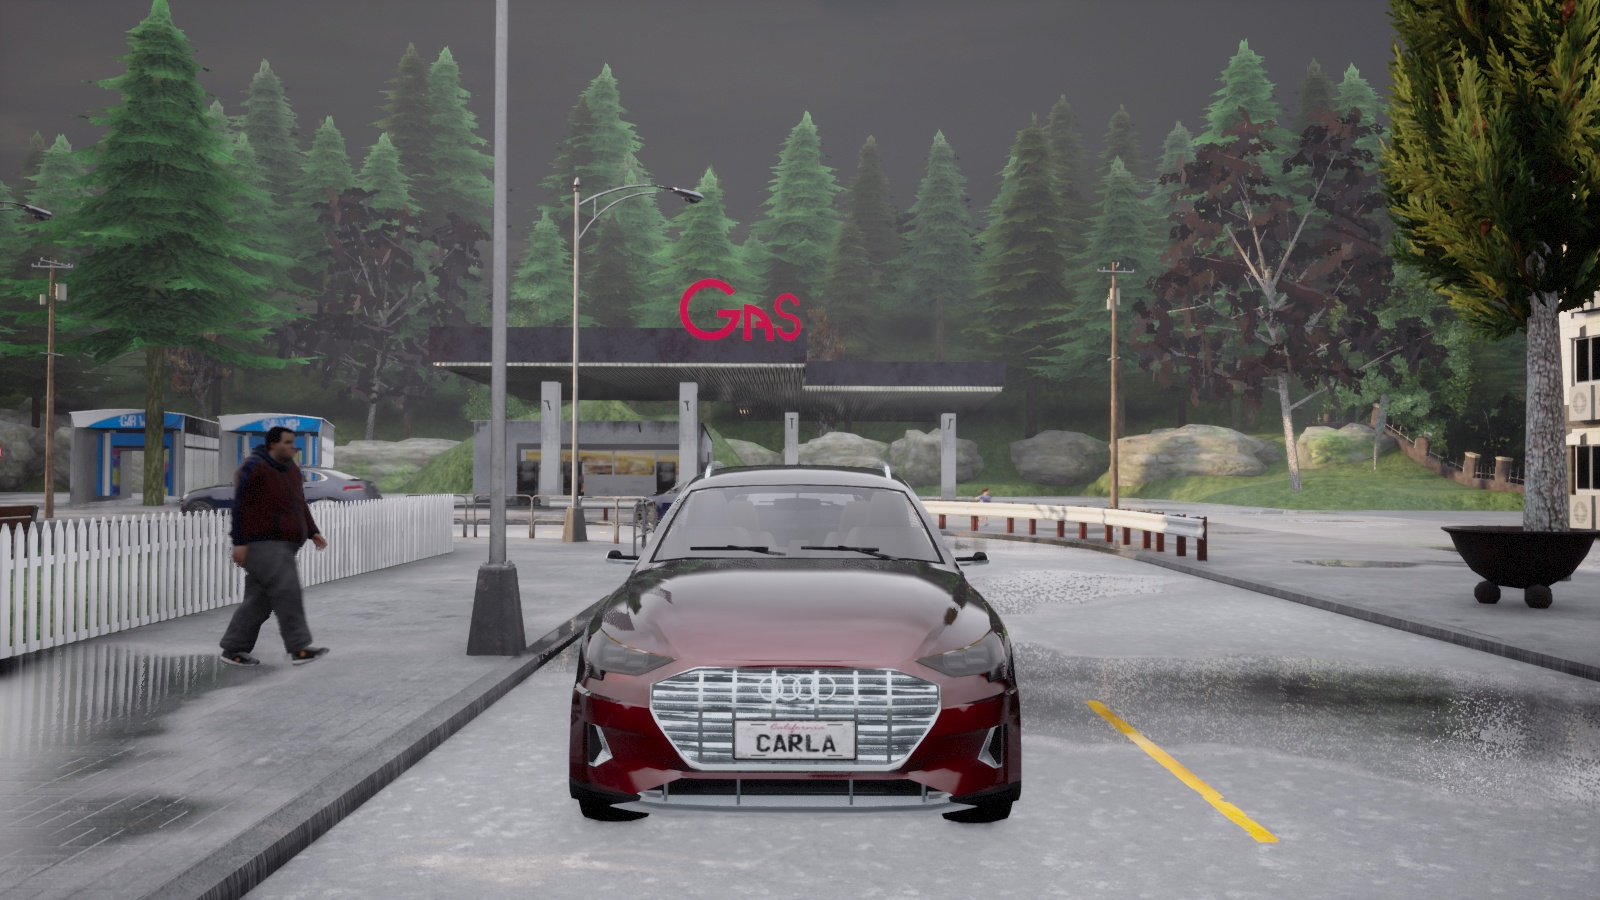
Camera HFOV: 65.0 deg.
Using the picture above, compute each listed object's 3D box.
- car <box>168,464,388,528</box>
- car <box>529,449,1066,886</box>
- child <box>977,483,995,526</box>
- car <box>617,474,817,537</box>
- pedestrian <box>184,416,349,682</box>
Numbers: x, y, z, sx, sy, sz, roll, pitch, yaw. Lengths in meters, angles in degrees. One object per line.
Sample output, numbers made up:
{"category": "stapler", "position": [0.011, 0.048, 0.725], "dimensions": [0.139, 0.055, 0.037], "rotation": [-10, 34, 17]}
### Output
{"category": "car", "position": [-13.903, 1.213, 33.678], "dimensions": [5.027, 1.651, 2.152], "rotation": [0, -1, 0]}
{"category": "car", "position": [-0.007, 0.865, 7.197], "dimensions": [2.033, 1.649, 4.856], "rotation": [0, -1, 0]}
{"category": "child", "position": [4.913, 1.441, 33.221], "dimensions": [0.255, 1.110, 0.394], "rotation": [1, -1, -44]}
{"category": "car", "position": [-2.143, 1.359, 31.898], "dimensions": [4.792, 1.488, 2.163], "rotation": [-1, -1, 36]}
{"category": "pedestrian", "position": [-3.873, 0.693, 9.148], "dimensions": [0.899, 1.844, 0.634], "rotation": [-1, -1, 17]}
